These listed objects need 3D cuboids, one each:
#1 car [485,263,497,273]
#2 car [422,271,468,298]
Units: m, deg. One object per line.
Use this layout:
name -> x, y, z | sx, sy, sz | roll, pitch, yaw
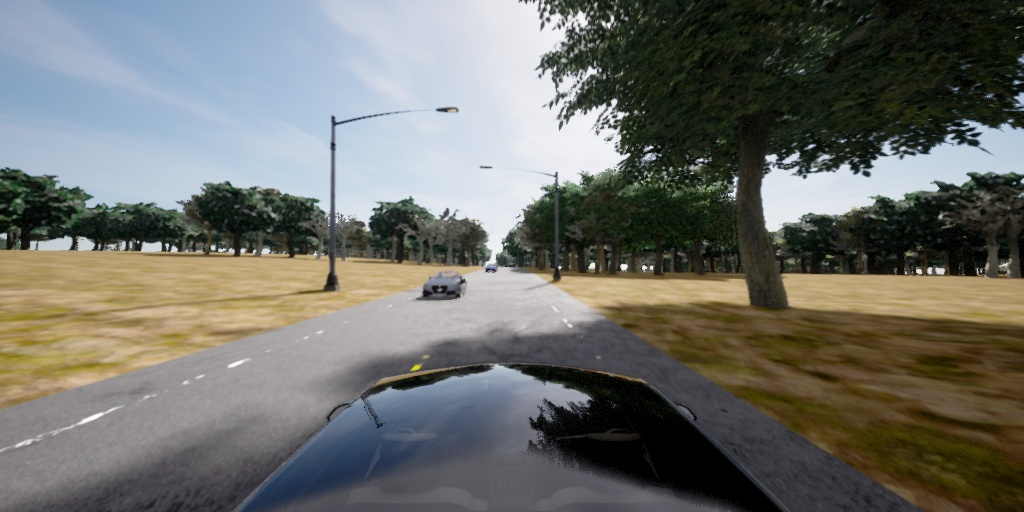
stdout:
car -> -3.552, 2.001, 61.229 | 1.882, 1.535, 5.008 | 0, -1, 1
car -> -3.601, 1.520, 19.841 | 1.994, 1.385, 4.181 | 0, -1, 0
